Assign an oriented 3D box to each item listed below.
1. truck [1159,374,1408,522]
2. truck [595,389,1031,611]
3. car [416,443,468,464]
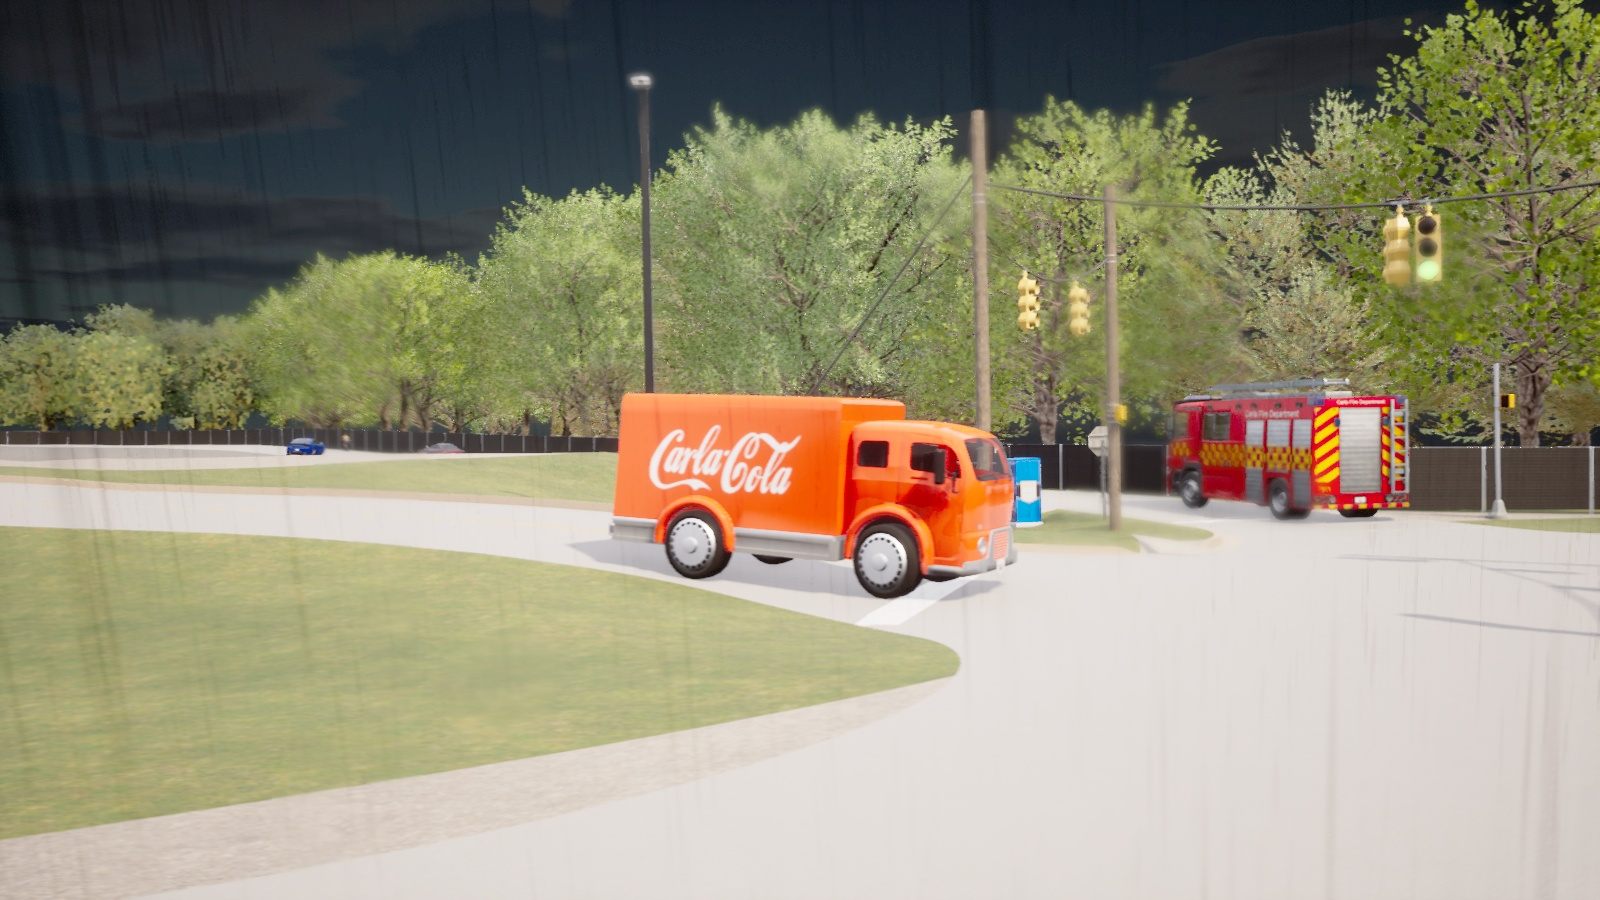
[{"bbox_3d":[13.958,-0.129,37.242,2.891,3.827,8.468,-1,1,-10],"label":"truck"},{"bbox_3d":[0.164,0.504,16.983,5.204,2.467,2.627,3,3,27],"label":"truck"},{"bbox_3d":[-25.645,0.242,89.953,1.994,1.385,4.181,-2,3,-41],"label":"car"}]
